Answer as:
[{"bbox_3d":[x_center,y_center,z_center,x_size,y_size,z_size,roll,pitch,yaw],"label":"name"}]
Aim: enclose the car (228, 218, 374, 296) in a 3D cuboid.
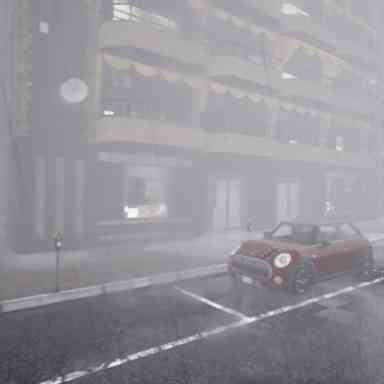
[{"bbox_3d":[2.863,1.439,8.593,4.097,1.590,1.967,0,1,-36],"label":"car"}]
